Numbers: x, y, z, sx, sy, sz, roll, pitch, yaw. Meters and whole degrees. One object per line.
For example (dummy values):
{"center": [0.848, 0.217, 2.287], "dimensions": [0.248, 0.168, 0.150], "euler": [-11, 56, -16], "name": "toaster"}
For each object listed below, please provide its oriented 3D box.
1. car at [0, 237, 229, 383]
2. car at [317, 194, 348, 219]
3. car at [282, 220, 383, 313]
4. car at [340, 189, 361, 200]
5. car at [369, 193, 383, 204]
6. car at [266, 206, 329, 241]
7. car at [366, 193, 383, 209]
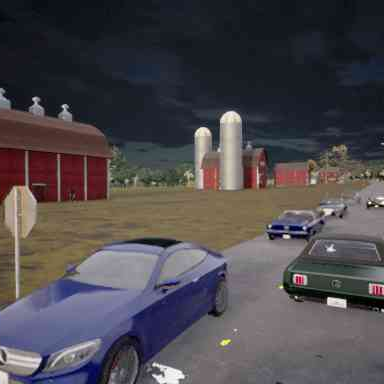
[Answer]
{"center": [-0.839, 1.522, 5.292], "dimensions": [1.812, 1.442, 4.674], "euler": [0, 0, 26], "name": "car"}
{"center": [11.122, 1.215, 26.296], "dimensions": [2.128, 1.511, 4.902], "euler": [0, 1, 30], "name": "car"}
{"center": [3.587, 1.592, 7.595], "dimensions": [1.895, 1.301, 4.718], "euler": [0, 0, 30], "name": "car"}
{"center": [18.816, 0.364, 39.412], "dimensions": [2.097, 1.767, 4.553], "euler": [0, 1, 30], "name": "car"}
{"center": [24.144, 0.815, 43.129], "dimensions": [1.895, 1.301, 4.718], "euler": [0, 1, 30], "name": "car"}
{"center": [5.057, 1.540, 15.828], "dimensions": [1.895, 1.301, 4.718], "euler": [0, 1, 30], "name": "car"}
{"center": [19.200, 1.056, 34.471], "dimensions": [1.895, 1.301, 4.718], "euler": [0, 1, 30], "name": "car"}
